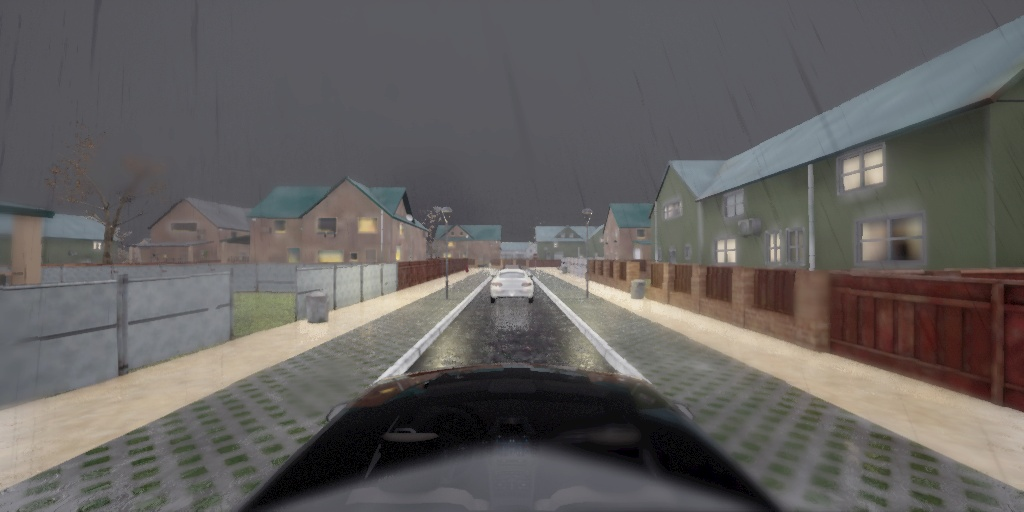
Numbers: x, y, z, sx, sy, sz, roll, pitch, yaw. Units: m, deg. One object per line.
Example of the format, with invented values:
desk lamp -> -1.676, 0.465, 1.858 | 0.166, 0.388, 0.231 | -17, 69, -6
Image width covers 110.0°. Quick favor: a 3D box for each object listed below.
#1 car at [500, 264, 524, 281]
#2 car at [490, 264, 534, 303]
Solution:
car -> 0.000, 1.368, 31.539 | 1.895, 1.301, 4.718 | 0, 0, 0
car -> 0.000, 1.286, 16.504 | 1.812, 1.442, 4.674 | 0, 0, 0
